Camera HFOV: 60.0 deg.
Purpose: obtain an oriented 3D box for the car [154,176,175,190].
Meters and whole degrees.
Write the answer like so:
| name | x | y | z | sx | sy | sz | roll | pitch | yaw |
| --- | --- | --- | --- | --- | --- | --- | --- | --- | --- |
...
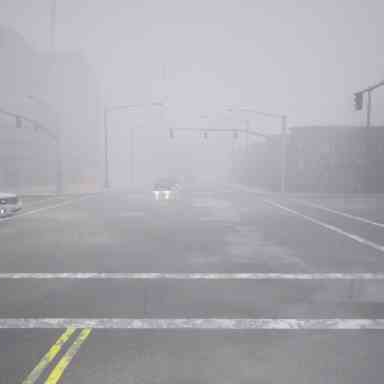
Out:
| name | x | y | z | sx | sy | sz | roll | pitch | yaw |
| --- | --- | --- | --- | --- | --- | --- | --- | --- | --- |
| car | -3.542 | -0.950 | 41.401 | 1.994 | 1.385 | 4.181 | 0 | 4 | 0 |

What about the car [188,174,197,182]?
| name | x | y | z | sx | sy | sz | roll | pitch | yaw |
| --- | --- | --- | --- | --- | --- | --- | --- | --- | --- |
| car | 0.095 | -2.950 | 70.872 | 1.994 | 1.385 | 4.181 | 0 | 4 | 0 |

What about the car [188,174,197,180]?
| name | x | y | z | sx | sy | sz | roll | pitch | yaw |
| --- | --- | --- | --- | --- | --- | --- | --- | --- | --- |
| car | 0.108 | -3.672 | 80.699 | 2.033 | 1.411 | 5.357 | 0 | 4 | 0 |

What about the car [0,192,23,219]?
| name | x | y | z | sx | sy | sz | roll | pitch | yaw |
| --- | --- | --- | --- | --- | --- | --- | --- | --- | --- |
| car | -11.310 | 0.413 | 16.031 | 5.566 | 2.045 | 2.150 | 0 | 4 | -5 |

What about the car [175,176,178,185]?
| name | x | y | z | sx | sy | sz | roll | pitch | yaw |
| --- | --- | --- | --- | --- | --- | --- | --- | --- | --- |
| car | -3.525 | -1.675 | 51.308 | 1.837 | 1.490 | 4.892 | 0 | 4 | 0 |
